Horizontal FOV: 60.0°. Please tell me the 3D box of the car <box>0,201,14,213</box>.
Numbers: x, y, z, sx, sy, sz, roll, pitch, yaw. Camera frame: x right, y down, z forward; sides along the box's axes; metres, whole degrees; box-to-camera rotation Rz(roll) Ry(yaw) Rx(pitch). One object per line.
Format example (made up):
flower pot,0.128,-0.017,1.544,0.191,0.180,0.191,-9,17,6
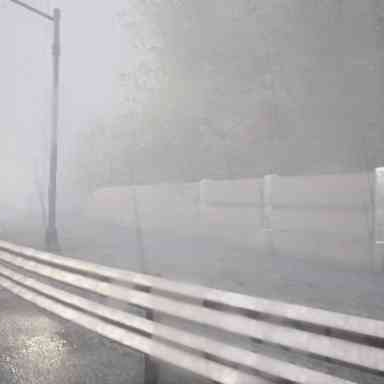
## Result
car,-27.962,2.118,48.941,2.097,1.767,4.553,1,-1,-24
